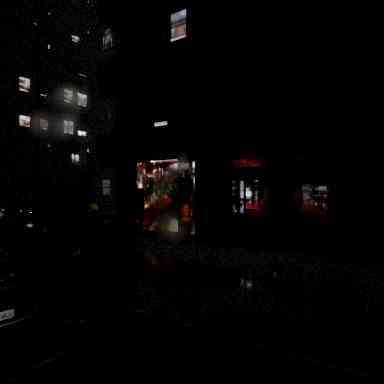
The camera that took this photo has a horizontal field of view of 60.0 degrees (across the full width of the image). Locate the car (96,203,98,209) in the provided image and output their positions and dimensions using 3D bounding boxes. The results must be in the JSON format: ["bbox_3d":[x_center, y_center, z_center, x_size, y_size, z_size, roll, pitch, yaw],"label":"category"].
[{"bbox_3d":[-10.917,1.250,30.527,1.752,1.417,4.829,1,1,35],"label":"car"}]

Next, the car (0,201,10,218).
[{"bbox_3d":[-14.013,1.350,26.106,2.008,1.369,4.403,1,1,35],"label":"car"}]

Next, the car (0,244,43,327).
[{"bbox_3d":[-4.480,1.551,6.082,4.403,1.369,2.008,0,0,36],"label":"car"}]

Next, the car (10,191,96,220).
[{"bbox_3d":[-10.763,0.994,26.253,2.150,2.045,5.566,0,1,35],"label":"car"}]
